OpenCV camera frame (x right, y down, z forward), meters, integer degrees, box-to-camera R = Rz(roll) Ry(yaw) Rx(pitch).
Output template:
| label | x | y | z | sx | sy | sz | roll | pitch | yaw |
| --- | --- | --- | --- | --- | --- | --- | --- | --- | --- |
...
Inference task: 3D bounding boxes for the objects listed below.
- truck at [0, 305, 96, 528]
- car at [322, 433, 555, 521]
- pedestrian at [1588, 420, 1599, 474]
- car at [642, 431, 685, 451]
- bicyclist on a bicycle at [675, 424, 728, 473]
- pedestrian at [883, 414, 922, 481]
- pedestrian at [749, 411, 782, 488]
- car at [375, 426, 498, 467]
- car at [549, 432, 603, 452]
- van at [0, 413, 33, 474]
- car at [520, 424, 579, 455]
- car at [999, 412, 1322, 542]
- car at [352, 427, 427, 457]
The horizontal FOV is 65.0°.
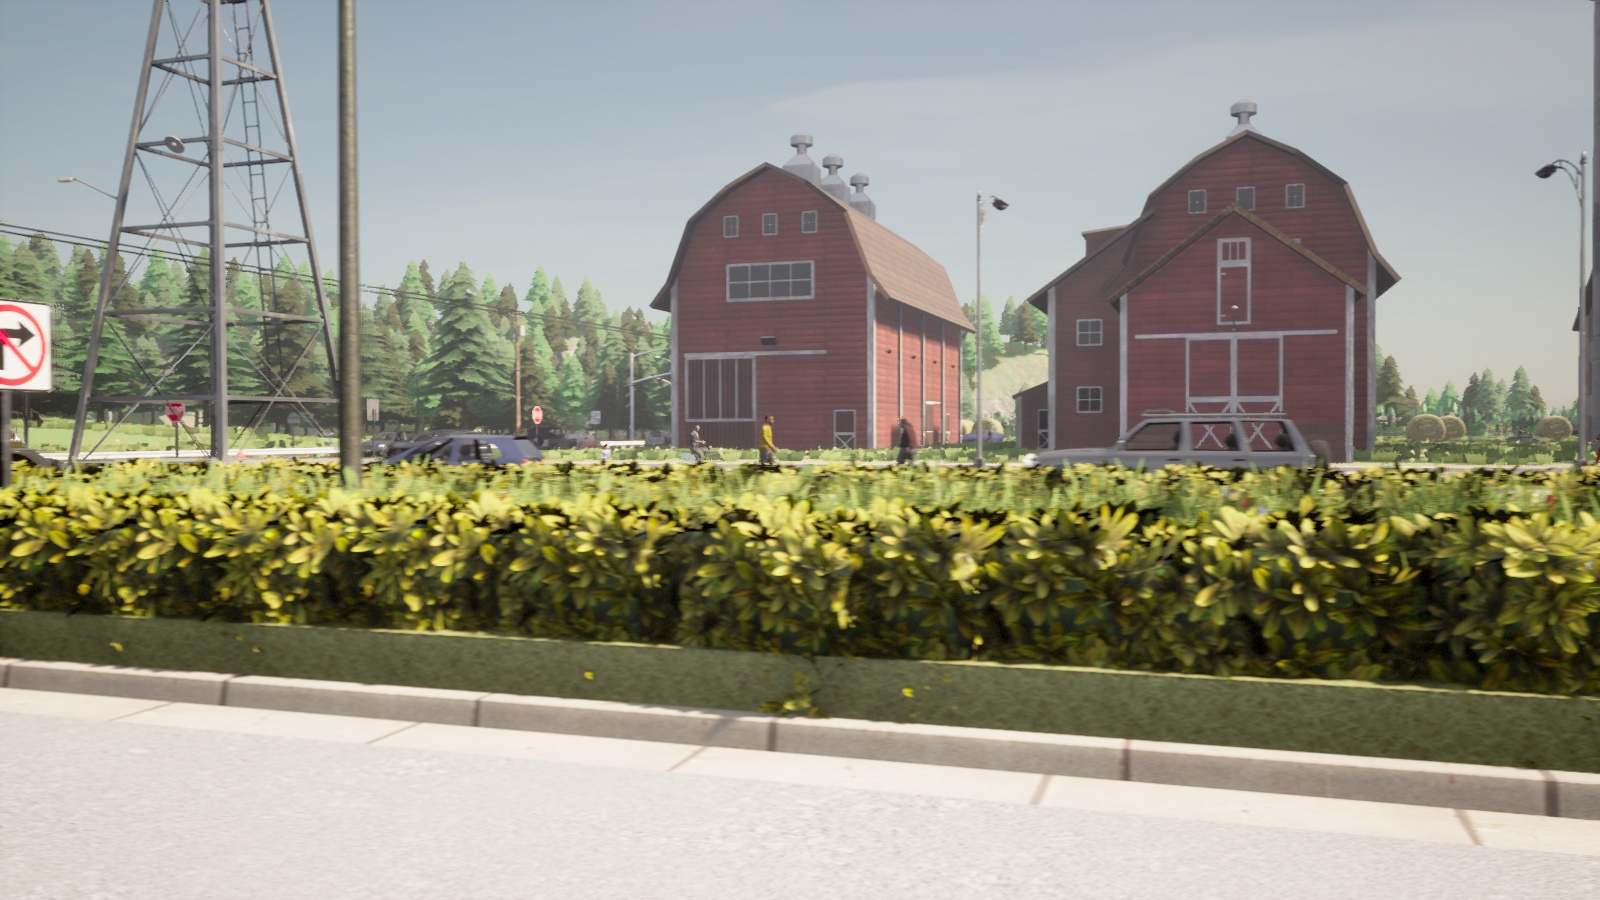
| label | x | y | z | sx | sy | sz | roll | pitch | yaw |
| --- | --- | --- | --- | --- | --- | --- | --- | --- | --- |
| truck | -15.223 | -0.508 | 18.499 | 2.891 | 3.462 | 7.936 | 1 | 1 | 41 |
| car | -6.491 | 0.451 | 22.799 | 3.633 | 1.501 | 1.845 | 0 | 1 | 4 |
| pedestrian | 27.636 | -0.109 | 43.355 | 0.614 | 1.847 | 0.353 | 0 | 1 | 12 |
| car | -10.158 | -0.700 | 93.857 | 1.845 | 1.501 | 3.633 | 1 | 1 | 19 |
| bicyclist on a bicycle | -3.606 | -0.054 | 46.069 | 1.843 | 1.776 | 0.659 | 0 | 1 | 18 |
| pedestrian | 2.875 | -0.070 | 35.132 | 0.899 | 1.844 | 0.634 | 1 | 1 | 26 |
| pedestrian | -0.832 | -0.010 | 30.344 | 0.709 | 1.840 | 0.431 | 0 | 1 | 12 |
| car | -15.556 | -0.161 | 53.759 | 4.856 | 1.649 | 2.033 | 1 | 1 | 22 |
| car | -15.731 | -0.583 | 88.391 | 1.994 | 1.385 | 4.181 | 1 | 1 | 19 |
| van | -28.104 | -0.219 | 41.446 | 2.069 | 2.038 | 4.480 | 1 | 1 | 19 |
| car | -15.541 | -0.686 | 78.133 | 1.905 | 1.878 | 3.866 | 1 | 1 | 19 |
| car | 5.560 | 0.351 | 19.562 | 4.605 | 1.855 | 1.932 | 0 | 1 | 18 |
| car | -22.445 | -0.460 | 68.778 | 1.851 | 1.617 | 3.988 | 1 | 1 | 19 |
